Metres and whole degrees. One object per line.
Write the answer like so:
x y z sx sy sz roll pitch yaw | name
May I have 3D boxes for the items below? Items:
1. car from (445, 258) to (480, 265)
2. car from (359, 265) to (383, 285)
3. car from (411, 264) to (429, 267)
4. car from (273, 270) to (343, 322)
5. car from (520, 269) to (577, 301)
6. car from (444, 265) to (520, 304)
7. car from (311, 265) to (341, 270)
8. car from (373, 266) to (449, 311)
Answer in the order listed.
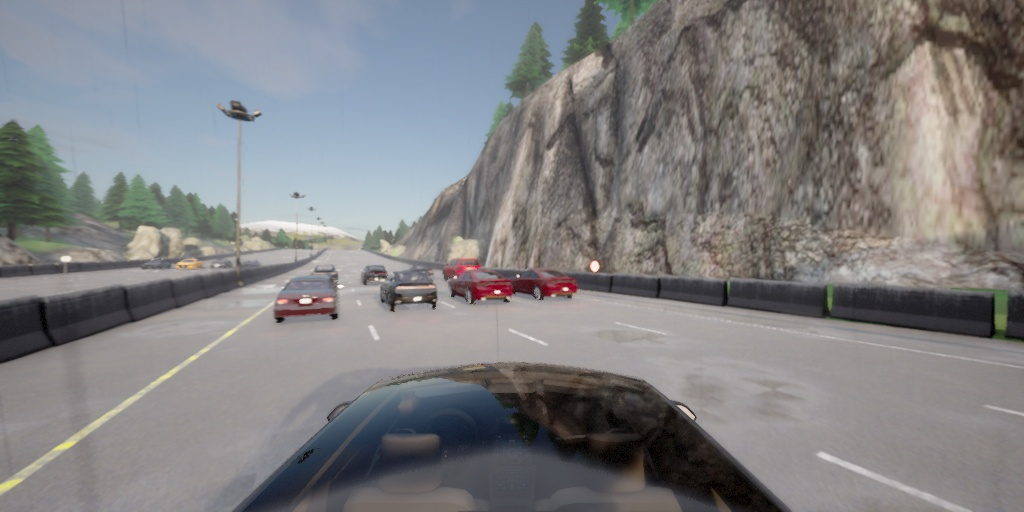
-4.377 1.207 31.098 2.150 2.045 5.566 0 0 -26 | car
-11.062 1.450 28.864 1.837 1.490 4.892 0 0 -25 | car
-7.918 1.456 30.403 2.128 1.511 4.902 0 0 -25 | car
-7.250 1.414 12.985 2.033 1.411 5.357 0 -1 -26 | car
1.459 1.414 19.132 1.882 1.535 5.008 0 0 -25 | car
-1.689 1.395 17.602 1.882 1.535 5.008 0 0 -25 | car
-14.213 1.416 27.342 2.128 1.511 4.902 0 0 -25 | car
-4.518 1.386 15.402 2.128 1.511 4.902 0 0 -25 | car
